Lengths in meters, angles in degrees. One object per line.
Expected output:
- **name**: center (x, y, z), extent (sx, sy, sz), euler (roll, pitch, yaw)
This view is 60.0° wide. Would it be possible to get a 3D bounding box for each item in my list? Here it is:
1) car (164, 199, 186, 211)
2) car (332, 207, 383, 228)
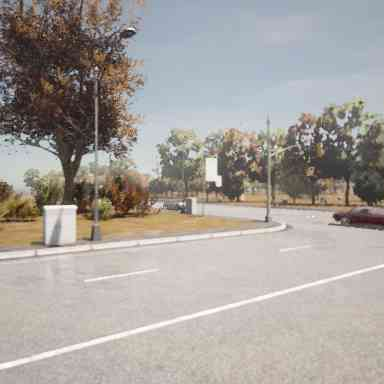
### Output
- **car**: center (-1.599, 1.592, 41.240), extent (1.895, 1.301, 4.718), euler (0, 0, -32)
- **car**: center (11.405, 1.607, 20.895), extent (1.895, 1.301, 4.718), euler (0, 0, -30)
